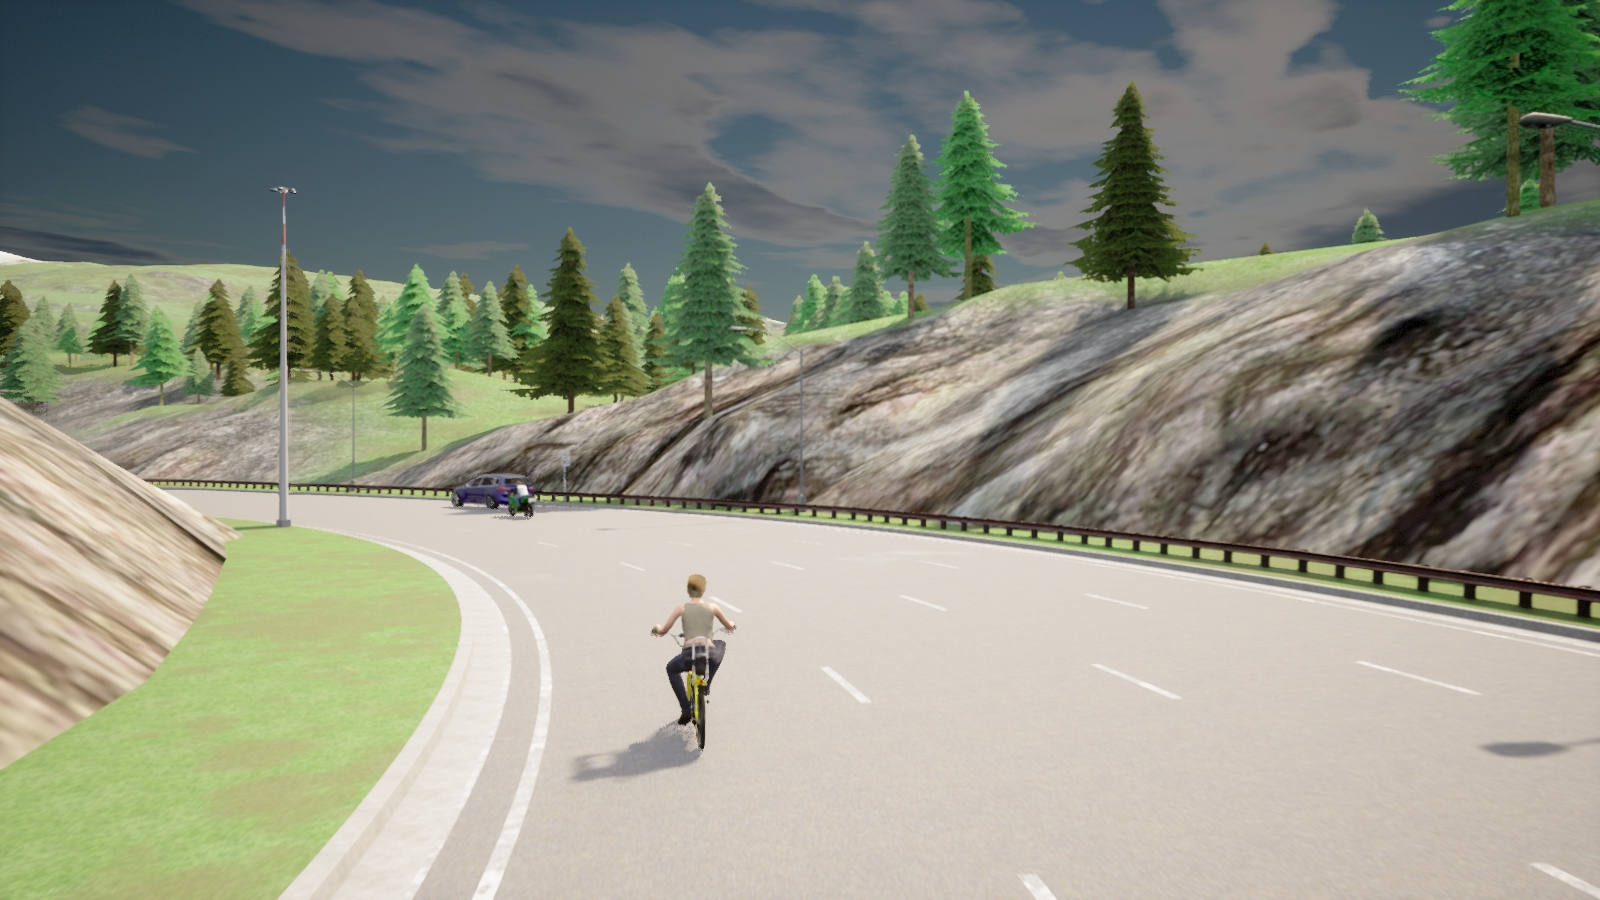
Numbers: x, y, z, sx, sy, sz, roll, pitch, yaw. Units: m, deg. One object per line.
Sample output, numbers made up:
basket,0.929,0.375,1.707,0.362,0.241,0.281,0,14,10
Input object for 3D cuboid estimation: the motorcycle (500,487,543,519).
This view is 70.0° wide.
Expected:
motorcycle,-11.511,2.185,47.236,0.803,1.199,2.033,-3,2,-43

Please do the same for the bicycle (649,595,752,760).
bicycle,-0.997,2.157,11.134,0.859,1.276,1.487,-1,0,-10

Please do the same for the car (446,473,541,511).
car,-14.812,1.967,55.086,4.611,1.667,2.242,0,0,41
